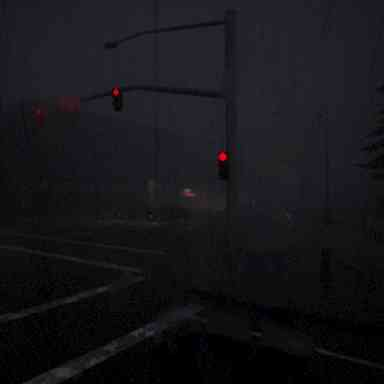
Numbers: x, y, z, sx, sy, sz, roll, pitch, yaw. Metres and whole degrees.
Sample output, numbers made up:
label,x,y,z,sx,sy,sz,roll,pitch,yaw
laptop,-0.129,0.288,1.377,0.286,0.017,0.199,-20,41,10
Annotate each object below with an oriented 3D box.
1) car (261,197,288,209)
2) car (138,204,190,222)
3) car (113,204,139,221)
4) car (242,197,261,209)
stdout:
label,x,y,z,sx,sy,sz,roll,pitch,yaw
car,11.915,1.631,46.697,1.837,1.490,4.892,-1,-1,36
car,-2.020,1.688,27.365,1.994,1.385,4.181,0,0,36
car,-4.891,1.712,29.366,1.994,1.385,4.181,0,0,36
car,9.205,1.500,48.922,2.097,1.767,4.553,0,0,36
